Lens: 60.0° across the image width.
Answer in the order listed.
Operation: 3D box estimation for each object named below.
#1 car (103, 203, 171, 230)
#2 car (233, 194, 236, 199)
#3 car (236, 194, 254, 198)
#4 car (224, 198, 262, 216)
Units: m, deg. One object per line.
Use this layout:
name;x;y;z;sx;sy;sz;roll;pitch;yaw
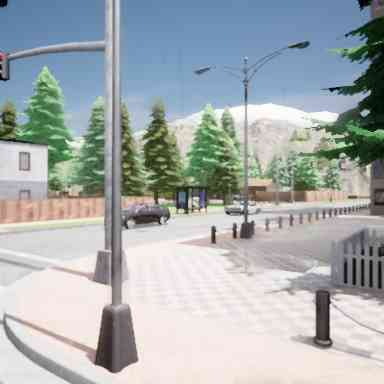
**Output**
car;-3.424;1.476;21.401;2.128;1.511;4.902;0;0;37
car;10.590;1.145;79.272;1.905;1.878;3.866;0;0;36
car;12.853;1.144;78.109;1.932;1.855;4.605;0;0;36
car;5.016;1.585;32.465;1.895;1.301;4.718;0;0;37
